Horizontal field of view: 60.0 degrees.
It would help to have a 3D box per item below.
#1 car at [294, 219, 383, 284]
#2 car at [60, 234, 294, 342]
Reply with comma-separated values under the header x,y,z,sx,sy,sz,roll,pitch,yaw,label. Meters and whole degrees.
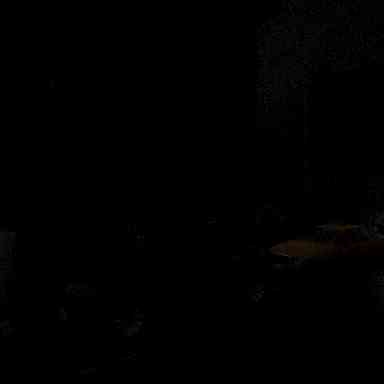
x,y,z,sx,sy,sz,roll,pitch,yaw,label
4.030,1.526,9.577,4.829,1.417,1.752,0,0,-36,car
-0.242,1.566,6.496,4.313,1.339,1.947,0,0,-36,car
